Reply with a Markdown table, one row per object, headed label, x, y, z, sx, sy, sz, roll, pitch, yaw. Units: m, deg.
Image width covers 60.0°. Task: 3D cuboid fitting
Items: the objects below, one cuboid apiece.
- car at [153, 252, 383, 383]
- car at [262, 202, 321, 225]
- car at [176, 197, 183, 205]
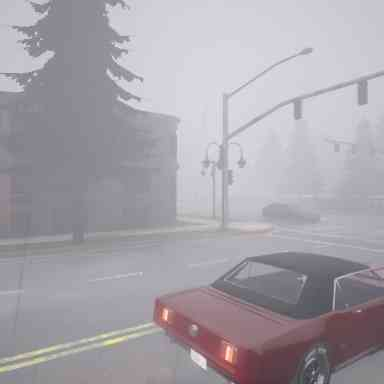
| label | x | y | z | sx | sy | sz | roll | pitch | yaw |
| --- | --- | --- | --- | --- | --- | --- | --- | --- | --- |
| car | 1.919 | 1.601 | 5.001 | 4.718 | 1.301 | 1.895 | 0 | 0 | -34 |
| car | 7.070 | 1.505 | 24.061 | 1.837 | 1.490 | 4.892 | 0 | 0 | -26 |
| car | -3.374 | 1.526 | 60.065 | 1.812 | 1.442 | 4.674 | 0 | 0 | -33 |
